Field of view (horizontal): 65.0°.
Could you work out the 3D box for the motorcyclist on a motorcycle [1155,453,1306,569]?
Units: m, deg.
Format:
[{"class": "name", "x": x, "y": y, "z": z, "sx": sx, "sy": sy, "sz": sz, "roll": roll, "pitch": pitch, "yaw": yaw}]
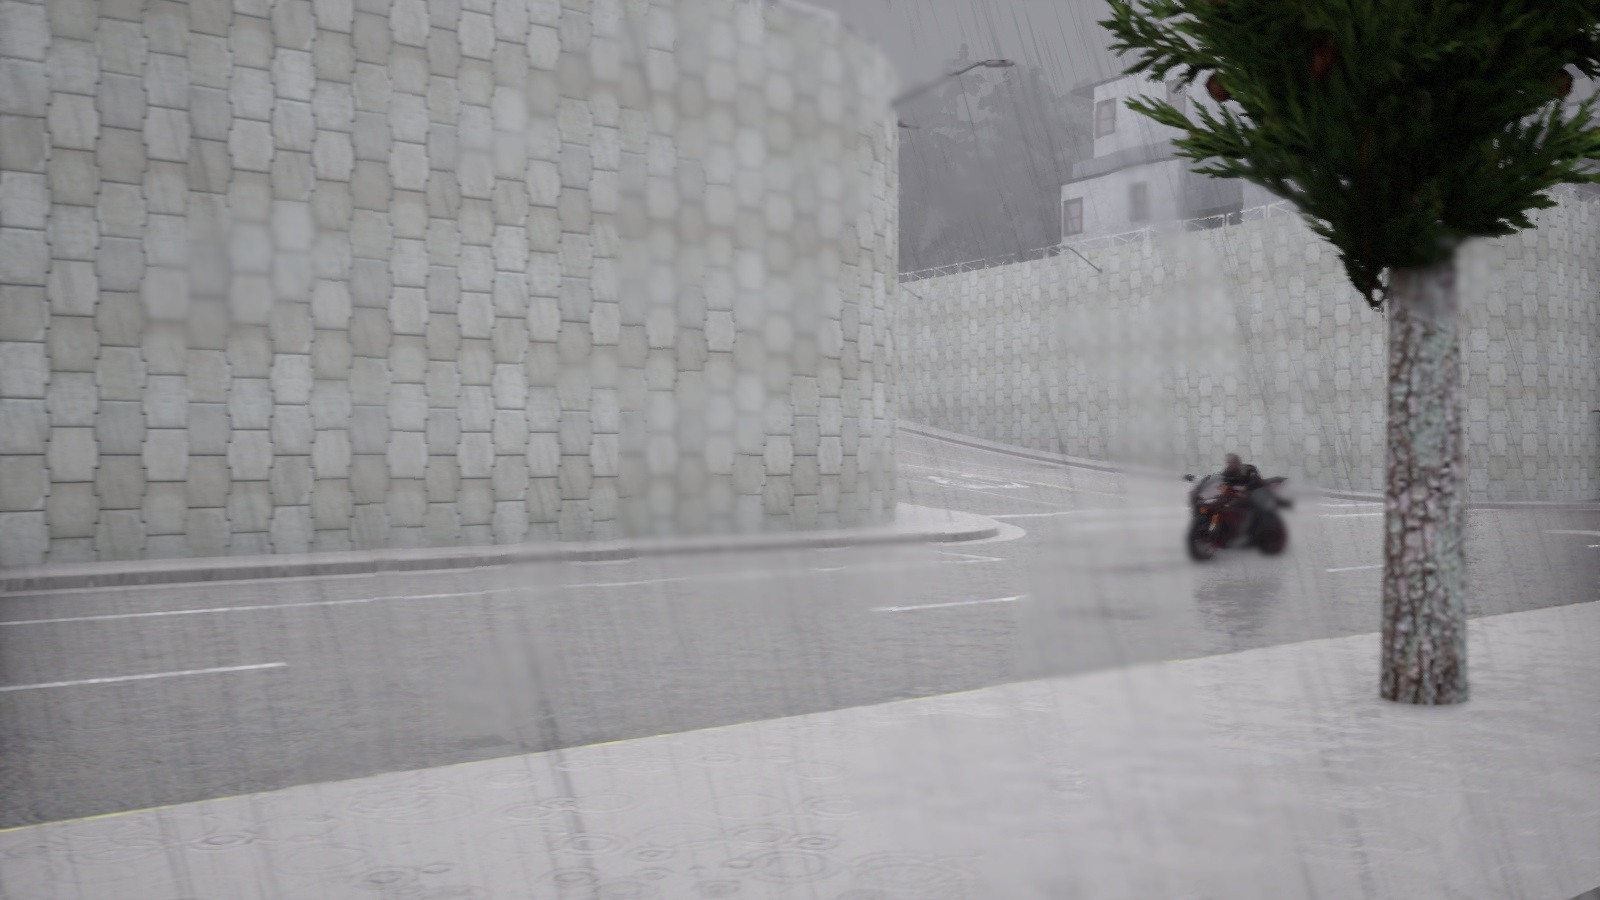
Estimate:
[{"class": "motorcyclist on a motorcycle", "x": 6.052, "y": 0.810, "z": 17.618, "sx": 2.191, "sy": 1.530, "sz": 0.866, "roll": 0, "pitch": 0, "yaw": -35}]
